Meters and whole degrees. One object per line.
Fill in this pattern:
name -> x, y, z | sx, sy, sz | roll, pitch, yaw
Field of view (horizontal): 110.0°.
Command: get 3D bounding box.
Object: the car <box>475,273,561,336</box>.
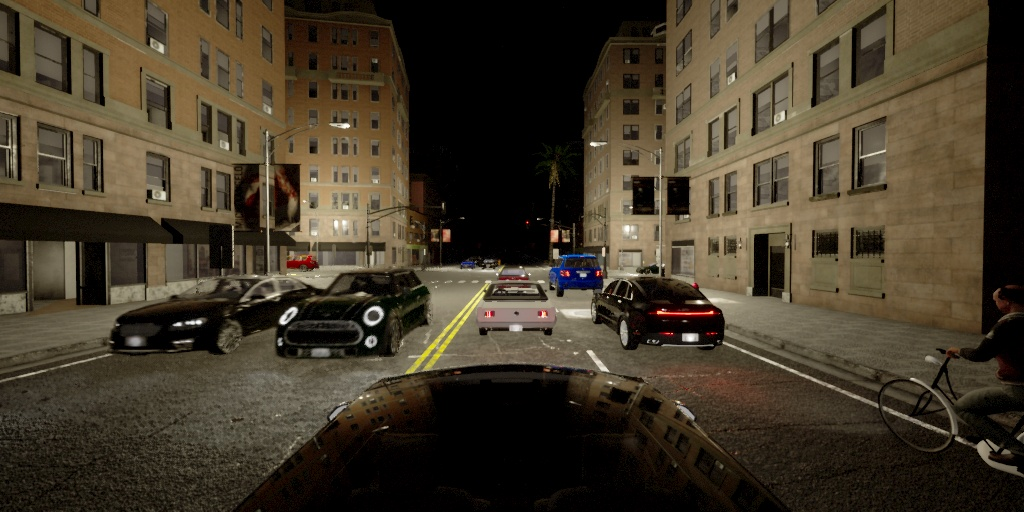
car -> 0.092, 1.349, 10.371 | 1.895, 1.301, 4.718 | 0, 0, 0

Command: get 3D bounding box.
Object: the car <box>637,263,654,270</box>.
car -> 16.015, 1.423, 39.783 | 4.181, 1.385, 1.994 | 0, 1, 0

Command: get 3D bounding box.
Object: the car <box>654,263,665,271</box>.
car -> 16.173, 1.511, 33.834 | 4.313, 1.339, 1.948 | 0, 0, 0

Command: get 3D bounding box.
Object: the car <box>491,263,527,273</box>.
car -> 0.081, 1.294, 19.940 | 2.033, 1.411, 5.357 | 0, 0, 0

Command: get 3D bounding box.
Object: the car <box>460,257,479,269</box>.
car -> -6.643, 1.268, 54.601 | 1.812, 1.442, 4.674 | 0, 0, 1

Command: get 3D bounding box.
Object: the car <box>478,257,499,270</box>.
car -> -3.401, 1.234, 53.296 | 2.128, 1.511, 4.902 | 0, 0, 0

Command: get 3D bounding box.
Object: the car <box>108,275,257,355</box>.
car -> -6.607, 1.241, 8.743 | 2.128, 1.511, 4.902 | 0, 0, 0

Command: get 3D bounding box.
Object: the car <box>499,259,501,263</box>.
car -> -3.382, 1.286, 64.311 | 2.033, 1.411, 5.357 | 0, 0, 0

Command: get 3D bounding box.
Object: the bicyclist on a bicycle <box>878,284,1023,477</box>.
bicyclist on a bicycle -> 4.144, 1.120, 3.150 | 0.659, 1.776, 1.843 | 0, 0, 0

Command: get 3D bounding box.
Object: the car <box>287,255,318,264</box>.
car -> -23.936, 0.834, 39.284 | 5.009, 1.841, 2.192 | 0, 0, -9

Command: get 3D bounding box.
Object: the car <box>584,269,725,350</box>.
car -> 3.297, 1.253, 9.028 | 1.837, 1.490, 4.892 | 0, 0, 0

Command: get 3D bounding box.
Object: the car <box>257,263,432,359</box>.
car -> -3.356, 1.100, 8.529 | 2.097, 1.767, 4.553 | 0, 0, 0

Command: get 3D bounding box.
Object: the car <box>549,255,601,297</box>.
car -> 3.231, 0.968, 18.937 | 2.150, 2.045, 5.566 | 0, 0, 0
